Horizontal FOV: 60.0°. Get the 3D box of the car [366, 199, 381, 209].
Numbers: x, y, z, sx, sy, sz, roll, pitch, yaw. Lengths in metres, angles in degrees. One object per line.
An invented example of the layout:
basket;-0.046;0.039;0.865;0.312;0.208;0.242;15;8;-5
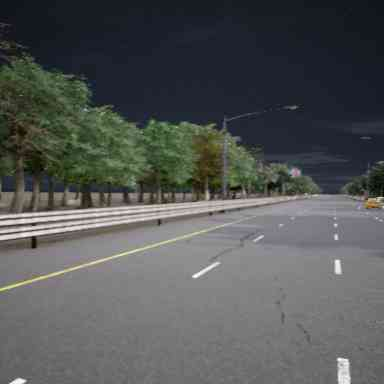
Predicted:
car;27.867;1.801;51.115;1.882;1.535;5.008;0;0;25
